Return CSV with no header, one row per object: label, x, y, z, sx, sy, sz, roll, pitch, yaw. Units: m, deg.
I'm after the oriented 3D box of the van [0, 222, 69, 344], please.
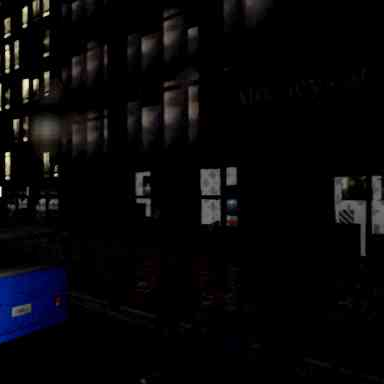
van,-3.819,1.377,5.592,3.998,1.788,1.690,0,0,35
